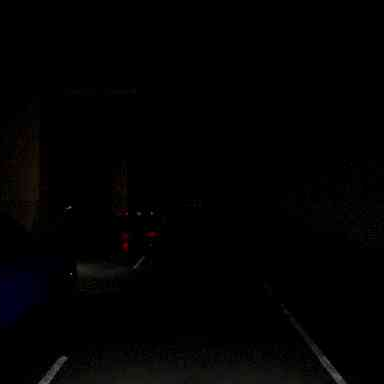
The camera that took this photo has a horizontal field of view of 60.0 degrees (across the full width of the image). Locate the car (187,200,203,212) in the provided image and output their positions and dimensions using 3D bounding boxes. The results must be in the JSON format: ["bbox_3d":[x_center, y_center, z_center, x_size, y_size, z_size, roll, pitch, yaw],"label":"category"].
[{"bbox_3d":[0.343,1.639,41.055,2.033,1.411,5.357,0,0,0],"label":"car"}]

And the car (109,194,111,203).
[{"bbox_3d":[-10.339,1.296,42.183,2.150,2.045,5.566,0,0,1],"label":"car"}]

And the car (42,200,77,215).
[{"bbox_3d":[-13.890,1.616,35.054,1.994,1.385,4.181,0,0,0],"label":"car"}]

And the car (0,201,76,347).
[{"bbox_3d":[-3.367,1.225,4.257,2.150,2.045,5.566,0,0,0],"label":"car"}]

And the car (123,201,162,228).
[{"bbox_3d":[-3.270,1.397,22.759,2.097,1.767,4.553,0,0,0],"label":"car"}]
